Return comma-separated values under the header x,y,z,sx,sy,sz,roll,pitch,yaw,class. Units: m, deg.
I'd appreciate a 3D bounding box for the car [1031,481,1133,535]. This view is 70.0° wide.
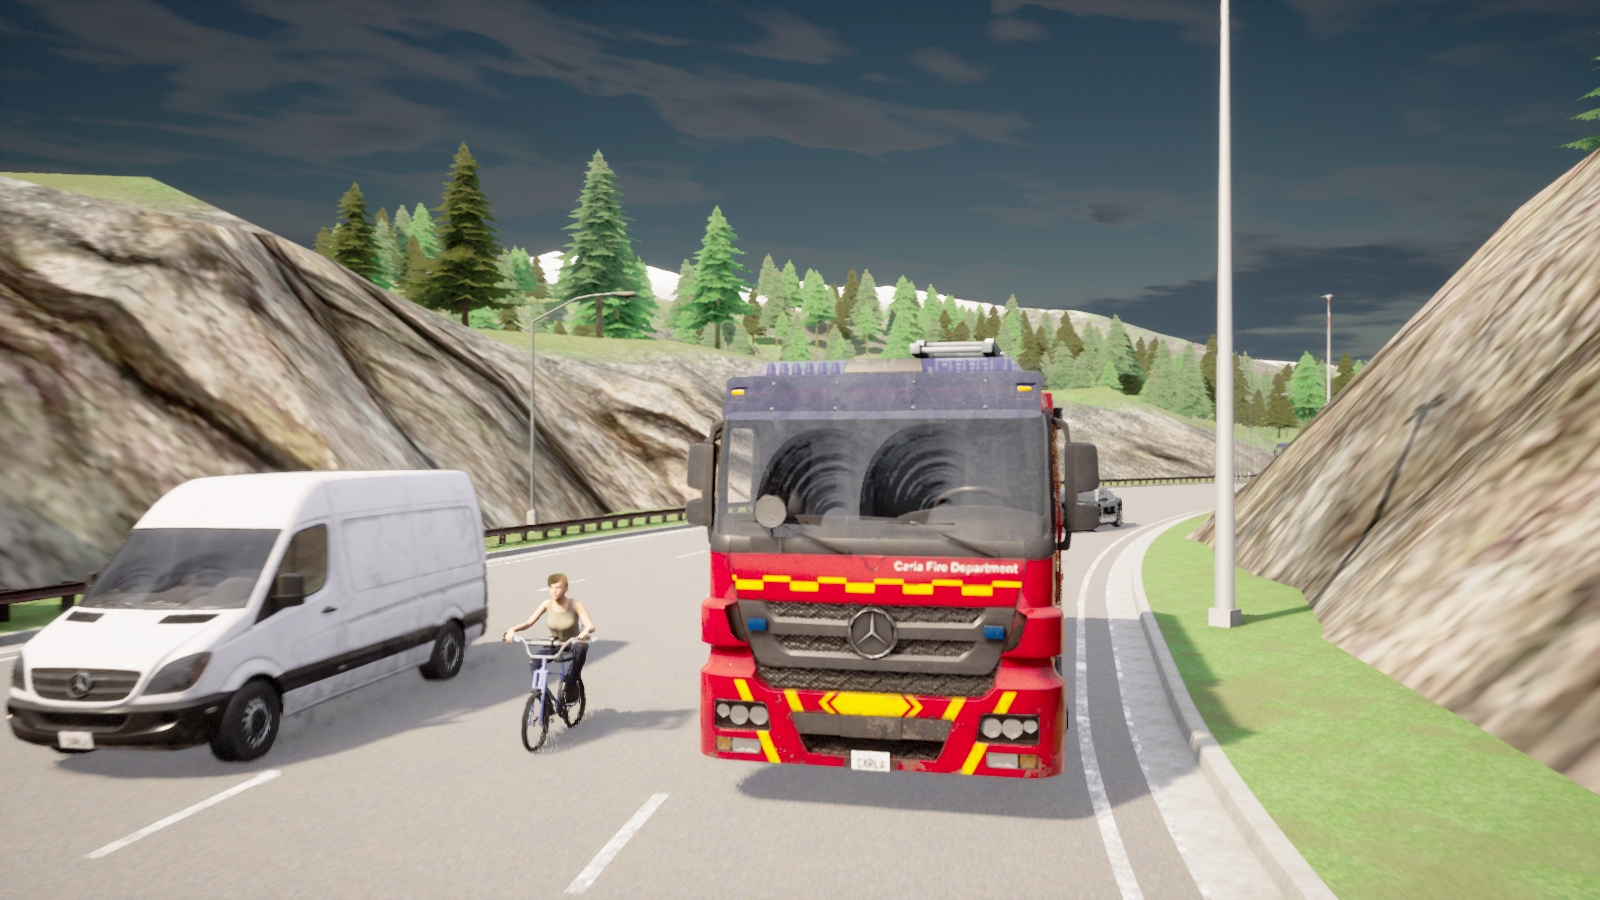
x,y,z,sx,sy,sz,roll,pitch,yaw,class
10.108,1.995,40.605,2.097,1.638,5.238,0,0,30,car

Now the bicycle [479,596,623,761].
x,y,z,sx,sy,sz,roll,pitch,yaw,class
-2.373,2.161,11.081,0.859,1.277,1.487,0,0,10,bicycle

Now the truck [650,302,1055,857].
x,y,z,sx,sy,sz,roll,pitch,yaw,class
1.242,0.894,12.328,2.891,3.827,8.468,0,0,13,truck

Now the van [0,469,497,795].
x,y,z,sx,sy,sz,roll,pitch,yaw,class
-5.517,1.537,12.378,1.988,2.561,5.915,-1,0,10,van
